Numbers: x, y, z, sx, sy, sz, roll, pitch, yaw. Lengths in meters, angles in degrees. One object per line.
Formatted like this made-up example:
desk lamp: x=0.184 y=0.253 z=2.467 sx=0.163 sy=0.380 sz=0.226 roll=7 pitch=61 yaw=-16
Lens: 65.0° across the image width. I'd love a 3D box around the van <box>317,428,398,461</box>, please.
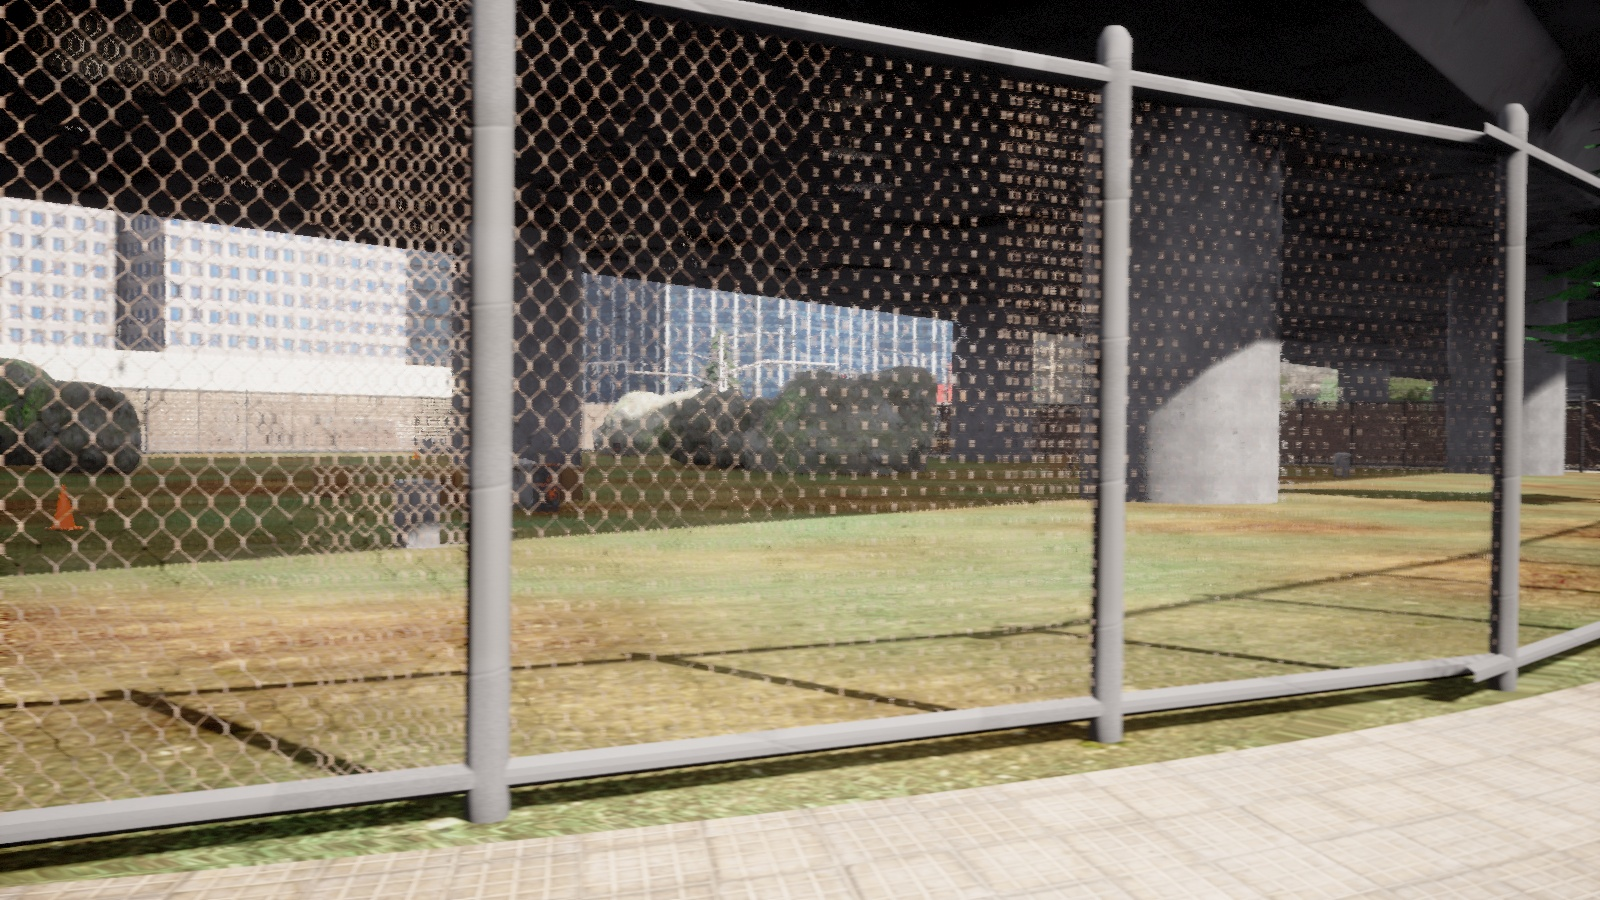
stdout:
van: x=-27.705 y=-0.352 z=78.662 sx=1.775 sy=1.987 sz=4.442 roll=0 pitch=1 yaw=41
